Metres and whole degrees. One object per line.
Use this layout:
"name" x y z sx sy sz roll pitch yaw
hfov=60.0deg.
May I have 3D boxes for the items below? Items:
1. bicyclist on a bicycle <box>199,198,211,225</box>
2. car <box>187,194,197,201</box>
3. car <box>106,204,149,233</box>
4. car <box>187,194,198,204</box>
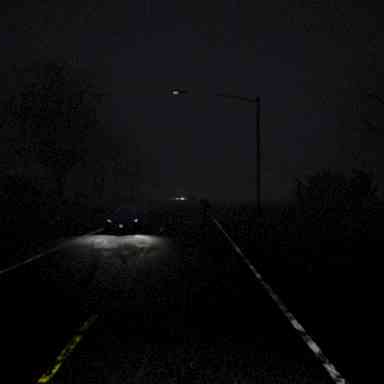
"bicyclist on a bicycle" 0.960 1.361 21.553 0.582 1.620 1.656 0 0 0
"car" -0.014 1.223 73.693 1.994 1.385 4.181 0 0 0
"car" -3.589 1.444 19.121 1.812 1.442 4.674 0 0 0
"car" 0.092 1.295 57.281 2.033 1.411 5.357 0 0 0
